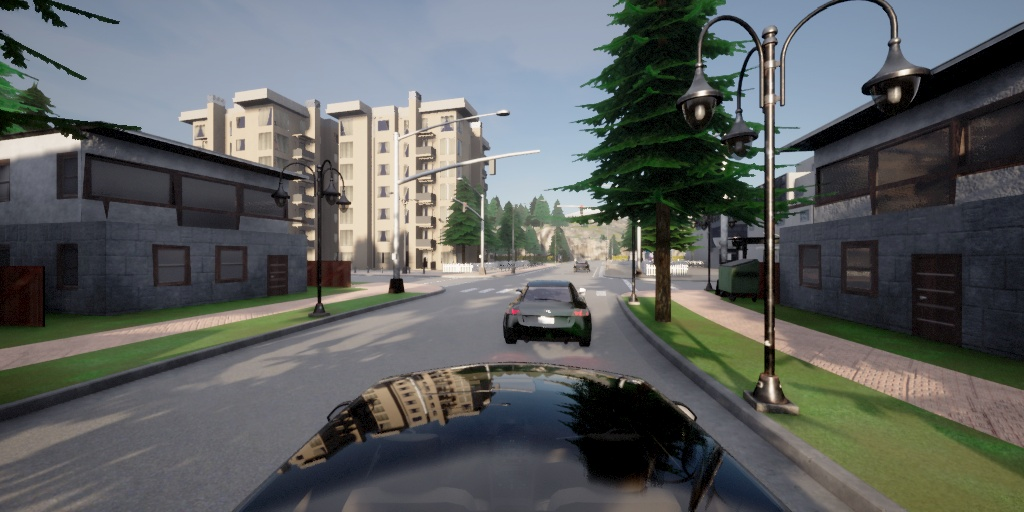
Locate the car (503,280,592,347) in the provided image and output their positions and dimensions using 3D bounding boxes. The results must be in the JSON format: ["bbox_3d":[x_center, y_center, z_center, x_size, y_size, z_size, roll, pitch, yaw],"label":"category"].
[{"bbox_3d":[1.005,1.314,9.454,1.994,1.385,4.181,0,0,8],"label":"car"}]

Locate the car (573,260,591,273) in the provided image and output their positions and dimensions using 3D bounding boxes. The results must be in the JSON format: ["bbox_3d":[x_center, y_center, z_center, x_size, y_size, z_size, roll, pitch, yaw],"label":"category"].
[{"bbox_3d":[8.776,1.276,44.988,2.128,1.511,4.902,0,0,14],"label":"car"}]
